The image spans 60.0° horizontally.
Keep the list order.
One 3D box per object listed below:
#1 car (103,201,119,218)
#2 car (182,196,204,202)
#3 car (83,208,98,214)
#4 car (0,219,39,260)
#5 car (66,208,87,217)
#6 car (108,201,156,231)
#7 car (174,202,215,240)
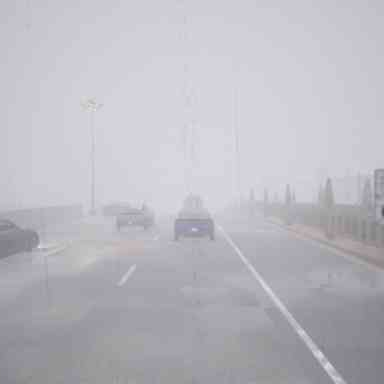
[{"bbox_3d":[-6.895,1.560,31.112,1.882,1.535,5.008,0,-1,0],"label":"car"},{"bbox_3d":[0.106,1.476,36.593,2.150,2.045,5.566,0,-2,0],"label":"car"},{"bbox_3d":[-17.513,3.696,59.912,1.837,1.490,4.892,0,-6,1],"label":"car"},{"bbox_3d":[-6.900,1.573,11.189,1.994,1.385,4.181,0,0,0],"label":"car"},{"bbox_3d":[-21.006,3.773,60.680,2.128,1.511,4.902,0,-6,0],"label":"car"},{"bbox_3d":[-3.397,1.506,20.689,2.128,1.511,4.902,0,0,0],"label":"car"},{"bbox_3d":[0.102,1.489,16.971,1.882,1.535,5.008,0,0,0],"label":"car"}]
